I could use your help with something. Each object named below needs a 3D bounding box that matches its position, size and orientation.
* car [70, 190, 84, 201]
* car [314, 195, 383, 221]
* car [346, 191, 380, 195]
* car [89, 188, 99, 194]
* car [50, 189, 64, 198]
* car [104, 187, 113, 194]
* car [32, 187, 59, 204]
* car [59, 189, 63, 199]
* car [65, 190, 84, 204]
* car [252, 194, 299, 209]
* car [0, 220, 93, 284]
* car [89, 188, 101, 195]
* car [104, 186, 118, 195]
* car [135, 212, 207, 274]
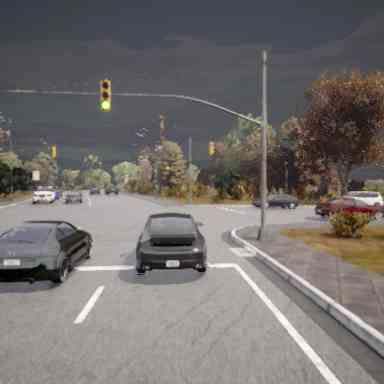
[{"bbox_3d":[-17.219,0.419,49.748,1.837,1.490,4.892,0,1,-18],"label":"car"},{"bbox_3d":[11.166,1.177,23.508,5.008,1.535,1.882,1,1,-14],"label":"car"},{"bbox_3d":[18.136,0.952,36.387,5.566,2.045,2.150,2,1,-16],"label":"car"},{"bbox_3d":[-23.751,-0.312,80.265,2.128,1.511,4.902,-1,1,-18],"label":"car"},{"bbox_3d":[-24.436,0.229,60.362,2.033,1.411,5.357,-1,1,-19],"label":"car"},{"bbox_3d":[-20.430,-0.367,81.368,1.837,1.490,4.892,-1,1,-18],"label":"car"},{"bbox_3d":[-18.112,0.355,40.928,2.150,2.045,5.566,0,2,-17],"label":"car"},{"bbox_3d":[-21.089,0.382,50.352,1.882,1.535,5.008,-1,1,-18],"label":"car"},{"bbox_3d":[-14.450,0.657,40.920,1.812,1.442,4.674,0,1,-17],"label":"car"},{"bbox_3d":[8.451,0.953,33.742,4.892,1.490,1.837,1,1,-15],"label":"car"},{"bbox_3d":[-4.094,1.470,9.253,1.994,1.385,4.181,0,1,-5],"label":"car"},{"bbox_3d":[-20.436,-0.049,70.396,1.837,1.490,4.892,-1,1,-19],"label":"car"},{"bbox_3d":[-17.130,-0.354,71.538,2.150,2.045,5.566,-1,1,-19],"label":"car"},{"bbox_3d":[-0.669,1.388,10.227,1.837,1.490,4.892,0,1,-5],"label":"car"}]
